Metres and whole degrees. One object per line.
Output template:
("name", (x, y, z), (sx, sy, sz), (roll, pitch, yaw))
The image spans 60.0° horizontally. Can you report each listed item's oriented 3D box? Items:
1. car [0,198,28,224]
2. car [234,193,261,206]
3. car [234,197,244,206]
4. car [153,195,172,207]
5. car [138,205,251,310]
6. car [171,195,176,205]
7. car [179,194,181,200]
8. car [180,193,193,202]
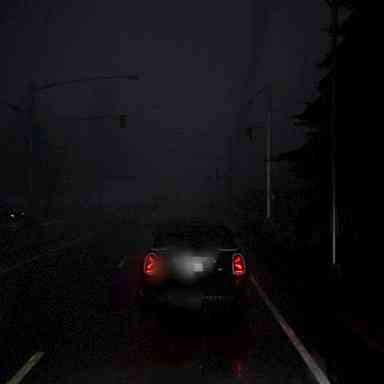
("car", (-14.869, 1.206, 23.927), (5.566, 2.045, 2.150), (0, 0, 1))
("car", (8.490, 1.146, 51.233), (3.866, 1.878, 1.905), (0, 0, -1))
("car", (8.902, 1.144, 48.722), (4.605, 1.855, 1.932), (0, 0, -1))
("car", (-3.998, 1.496, 43.580), (1.812, 1.442, 4.674), (0, 0, 0))
("car", (0.070, 1.352, 8.006), (2.097, 1.767, 4.553), (0, 0, 1))
("car", (-4.059, 1.475, 52.754), (1.837, 1.490, 4.892), (0, 0, 0))
("car", (-2.137, 1.158, 83.504), (2.097, 1.767, 4.553), (0, 0, -13))
("car", (-0.860, 1.555, 73.369), (1.895, 1.301, 4.718), (0, 0, -7))
